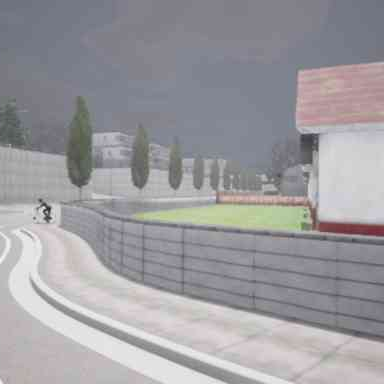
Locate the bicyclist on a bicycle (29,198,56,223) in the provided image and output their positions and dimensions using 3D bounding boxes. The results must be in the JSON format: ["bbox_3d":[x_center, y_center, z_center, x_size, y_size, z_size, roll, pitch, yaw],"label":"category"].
[{"bbox_3d":[-9.669,1.239,21.567,1.656,1.620,0.582,0,0,-14],"label":"bicyclist on a bicycle"}]
